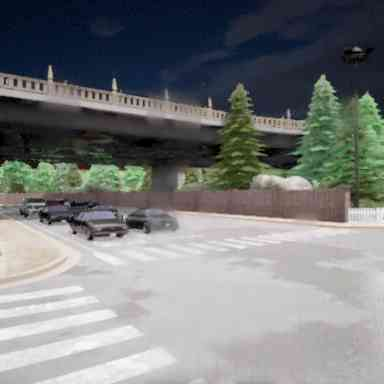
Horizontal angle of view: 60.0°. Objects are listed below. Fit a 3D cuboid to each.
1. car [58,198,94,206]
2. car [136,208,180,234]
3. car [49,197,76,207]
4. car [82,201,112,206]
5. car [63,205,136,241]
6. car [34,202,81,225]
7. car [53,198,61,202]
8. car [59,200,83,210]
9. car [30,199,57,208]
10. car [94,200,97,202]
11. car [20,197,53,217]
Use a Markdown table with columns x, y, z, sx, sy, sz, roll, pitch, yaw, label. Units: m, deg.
| x | y | z | sx | sy | sz | roll | pitch | yaw | label |
| --- | --- | --- | --- | --- | --- | --- | --- | --- | --- |
| -12.130 | 1.753 | 34.654 | 1.837 | 1.490 | 4.892 | 0 | 0 | -34 | car |
| -2.480 | 1.684 | 20.369 | 1.994 | 1.385 | 4.181 | 0 | 0 | -34 | car |
| -22.916 | 1.772 | 58.725 | 4.553 | 1.767 | 2.097 | -1 | 0 | 33 | car |
| -7.181 | 1.747 | 27.331 | 1.994 | 1.385 | 4.181 | 0 | 0 | -35 | car |
| -5.213 | 1.683 | 18.132 | 2.033 | 1.411 | 5.357 | 0 | 0 | -33 | car |
| -10.829 | 1.759 | 26.496 | 2.033 | 1.411 | 5.357 | 0 | 0 | -34 | car |
| -18.610 | 1.813 | 44.044 | 1.882 | 1.535 | 5.008 | 0 | 0 | -36 | car |
| -17.850 | 1.909 | 48.932 | 1.994 | 1.385 | 4.181 | 0 | 0 | -39 | car |
| -25.017 | 1.934 | 55.923 | 4.892 | 1.490 | 1.837 | -1 | 0 | 33 | car |
| -15.726 | 1.900 | 51.804 | 1.994 | 1.385 | 4.181 | 0 | 0 | -40 | car |
| -16.765 | 1.512 | 35.283 | 2.150 | 2.045 | 5.566 | 0 | 0 | -34 | car |
